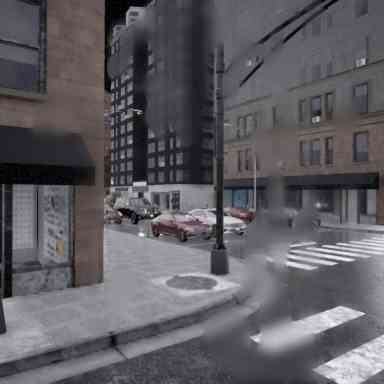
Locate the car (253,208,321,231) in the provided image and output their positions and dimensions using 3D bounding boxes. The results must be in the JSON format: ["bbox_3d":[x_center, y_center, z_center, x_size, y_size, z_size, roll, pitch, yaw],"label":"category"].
[{"bbox_3d":[6.325,1.709,22.007,2.008,1.369,4.403,0,0,-35],"label":"car"}]

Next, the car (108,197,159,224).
[{"bbox_3d":[-4.611,1.459,27.262,2.150,2.045,5.566,0,-1,-35],"label":"car"}]

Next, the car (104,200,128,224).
[{"bbox_3d":[-6.988,1.670,26.160,1.967,1.590,4.097,0,0,-35],"label":"car"}]

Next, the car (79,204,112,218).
[{"bbox_3d":[-10.356,1.940,35.487,1.895,1.301,4.718,0,-1,-35],"label":"car"}]

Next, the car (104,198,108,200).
[{"bbox_3d":[-12.699,1.810,49.187,2.192,1.841,5.009,0,0,-35],"label":"car"}]

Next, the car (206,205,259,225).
[{"bbox_3d":[3.155,1.795,26.537,1.802,1.307,4.206,0,0,-35],"label":"car"}]

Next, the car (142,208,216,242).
[{"bbox_3d":[-0.645,1.701,17.098,1.802,1.307,4.206,0,0,-35],"label":"car"}]

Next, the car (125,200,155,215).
[{"bbox_3d":[-6.357,1.821,40.127,1.967,1.590,4.097,0,0,-35],"label":"car"}]

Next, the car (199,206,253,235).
[{"bbox_3d":[1.071,1.663,19.126,1.812,1.442,4.674,0,-1,-34],"label":"car"}]
